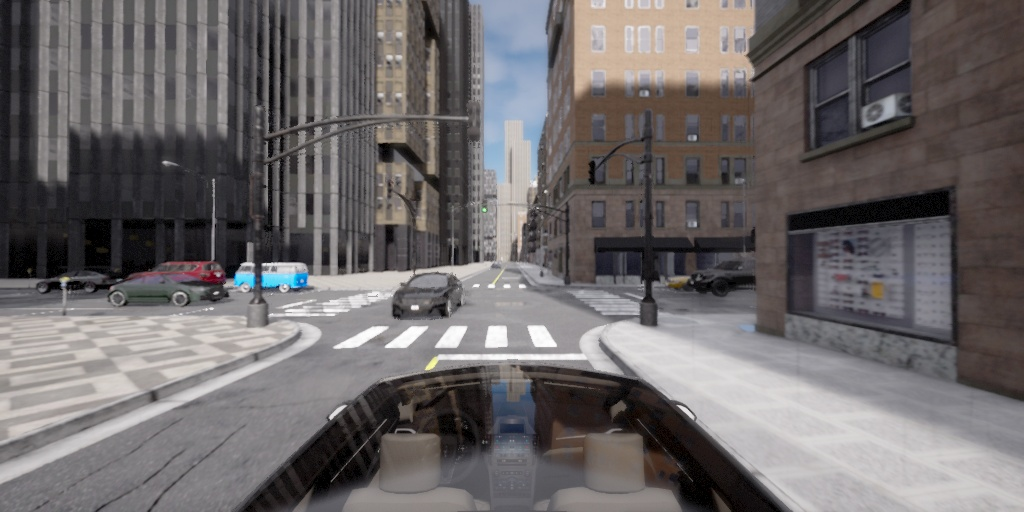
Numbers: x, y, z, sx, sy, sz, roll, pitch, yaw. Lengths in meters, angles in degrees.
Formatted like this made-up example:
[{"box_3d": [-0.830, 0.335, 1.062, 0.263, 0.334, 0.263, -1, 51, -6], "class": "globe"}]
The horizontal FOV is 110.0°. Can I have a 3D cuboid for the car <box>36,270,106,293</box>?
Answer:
[{"box_3d": [-26.023, 1.529, 21.846, 4.313, 1.339, 1.948, 0, 0, -1], "class": "car"}]

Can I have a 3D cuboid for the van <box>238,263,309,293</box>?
[{"box_3d": [-14.743, 1.310, 22.027, 3.998, 1.789, 1.690, 0, 0, -1], "class": "van"}]

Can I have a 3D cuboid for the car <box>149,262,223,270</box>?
[{"box_3d": [-20.383, 1.282, 21.936, 5.009, 1.841, 2.192, 0, 0, -1], "class": "car"}]

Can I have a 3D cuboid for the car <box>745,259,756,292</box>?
[{"box_3d": [12.382, 1.163, 13.937, 5.009, 1.841, 2.192, 0, 0, -1], "class": "car"}]

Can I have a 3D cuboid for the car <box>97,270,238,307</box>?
[{"box_3d": [-15.246, 1.478, 16.068, 4.181, 1.385, 1.994, 0, -1, -1], "class": "car"}]

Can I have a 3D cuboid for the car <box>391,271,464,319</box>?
[{"box_3d": [-3.009, 1.350, 13.637, 1.882, 1.535, 5.008, 0, 0, 0], "class": "car"}]

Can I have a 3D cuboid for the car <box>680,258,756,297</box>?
[{"box_3d": [12.697, 1.122, 19.705, 5.566, 2.045, 2.150, 0, -1, 2], "class": "car"}]

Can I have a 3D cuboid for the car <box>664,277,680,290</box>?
[{"box_3d": [12.102, 1.452, 22.459, 4.829, 1.417, 1.751, 0, 0, -1], "class": "car"}]
